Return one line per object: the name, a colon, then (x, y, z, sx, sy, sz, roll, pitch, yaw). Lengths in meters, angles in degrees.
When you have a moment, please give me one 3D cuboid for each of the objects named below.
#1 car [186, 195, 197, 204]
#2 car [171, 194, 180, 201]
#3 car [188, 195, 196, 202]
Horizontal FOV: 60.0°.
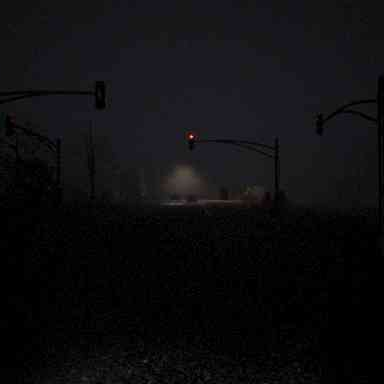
car: (-0.061, 1.424, 68.049, 2.097, 1.767, 4.553, 0, 0, 0)
car: (-3.566, 1.195, 72.251, 1.837, 1.490, 4.892, 0, 0, 0)
car: (-0.071, 1.425, 78.085, 1.837, 1.490, 4.892, 0, 0, 0)
